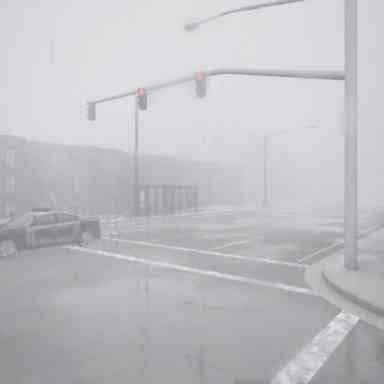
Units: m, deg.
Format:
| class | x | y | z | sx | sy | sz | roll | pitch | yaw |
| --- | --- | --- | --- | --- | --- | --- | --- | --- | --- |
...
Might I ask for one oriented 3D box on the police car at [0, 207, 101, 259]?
| class | x | y | z | sx | sy | sz | roll | pitch | yaw |
| --- | --- | --- | --- | --- | --- | --- | --- | --- | --- |
| police car | -6.003 | 1.423 | 12.872 | 1.930 | 1.638 | 5.238 | 0 | 0 | 38 |
